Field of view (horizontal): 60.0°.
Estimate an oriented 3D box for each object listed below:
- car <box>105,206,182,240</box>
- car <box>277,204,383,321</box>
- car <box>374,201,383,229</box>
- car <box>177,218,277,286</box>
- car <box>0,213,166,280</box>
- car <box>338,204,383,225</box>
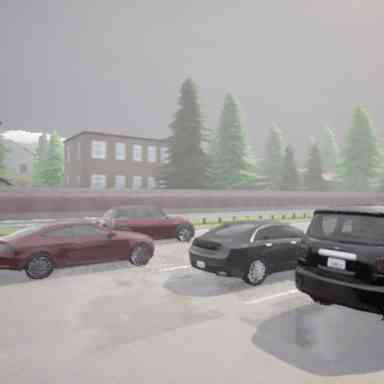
[{"bbox_3d":[-2.046,1.405,15.186,4.553,1.767,2.097,1,0,-36],"label":"car"},{"bbox_3d":[4.538,1.279,6.986,5.566,2.045,2.150,1,0,-36],"label":"car"},{"bbox_3d":[14.692,1.540,22.830,4.553,1.767,2.097,1,0,-36],"label":"car"},{"bbox_3d":[2.190,1.559,9.609,4.892,1.490,1.837,1,0,-36],"label":"car"},{"bbox_3d":[-3.353,1.548,9.970,4.674,1.442,1.812,1,0,-36],"label":"car"},{"bbox_3d":[13.764,1.724,26.484,4.674,1.442,1.812,1,0,-36],"label":"car"}]
